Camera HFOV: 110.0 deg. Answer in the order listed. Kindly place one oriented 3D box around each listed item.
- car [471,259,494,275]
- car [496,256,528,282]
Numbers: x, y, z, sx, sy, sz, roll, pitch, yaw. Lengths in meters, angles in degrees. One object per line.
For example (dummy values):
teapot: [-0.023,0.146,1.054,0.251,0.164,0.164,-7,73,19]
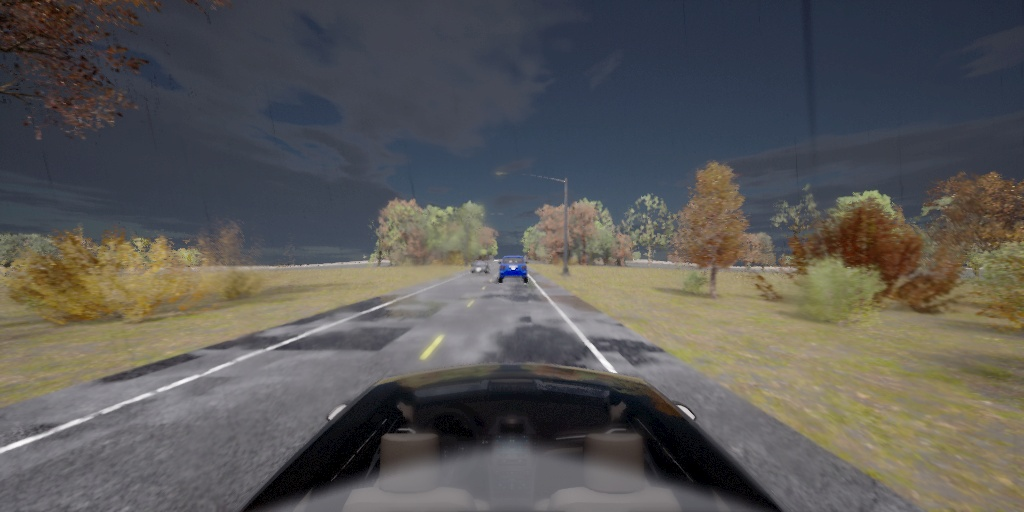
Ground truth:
car: [-3.571,1.295,40.871,2.128,1.511,4.902,0,0,0]
car: [0.102,1.010,29.264,2.150,2.045,5.566,0,0,0]
